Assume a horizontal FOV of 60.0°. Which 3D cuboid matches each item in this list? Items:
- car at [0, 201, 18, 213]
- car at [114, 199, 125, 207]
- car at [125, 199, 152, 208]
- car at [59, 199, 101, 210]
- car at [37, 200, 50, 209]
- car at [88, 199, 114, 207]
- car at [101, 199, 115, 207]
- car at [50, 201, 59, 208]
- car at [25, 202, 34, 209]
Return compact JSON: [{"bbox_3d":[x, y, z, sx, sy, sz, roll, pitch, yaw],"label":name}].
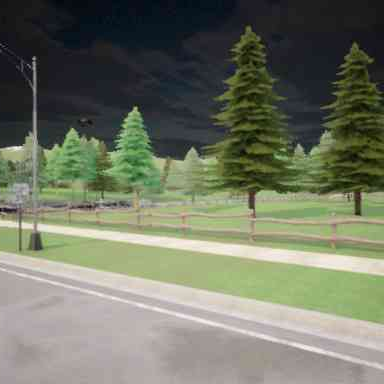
[{"bbox_3d":[-22.596,1.805,37.998,2.097,1.767,4.553,-1,0,35],"label":"car"},{"bbox_3d":[-10.970,2.040,60.552,2.033,1.411,5.357,-1,0,36],"label":"car"},{"bbox_3d":[-8.798,1.979,57.594,1.812,1.442,4.674,-1,-1,35],"label":"car"},{"bbox_3d":[-15.921,1.959,47.491,1.837,1.490,4.892,-1,-1,35],"label":"car"},{"bbox_3d":[-21.504,2.096,51.720,1.994,1.385,4.181,-1,-1,34],"label":"car"},{"bbox_3d":[-17.341,2.096,63.568,1.812,1.442,4.674,-1,0,35],"label":"car"},{"bbox_3d":[-14.384,2.009,61.748,1.882,1.535,5.008,-1,-1,35],"label":"car"},{"bbox_3d":[-18.095,2.040,50.484,2.033,1.411,5.357,-1,0,35],"label":"car"},{"bbox_3d":[-24.388,2.064,53.682,2.128,1.511,4.902,-1,-1,35],"label":"car"}]
